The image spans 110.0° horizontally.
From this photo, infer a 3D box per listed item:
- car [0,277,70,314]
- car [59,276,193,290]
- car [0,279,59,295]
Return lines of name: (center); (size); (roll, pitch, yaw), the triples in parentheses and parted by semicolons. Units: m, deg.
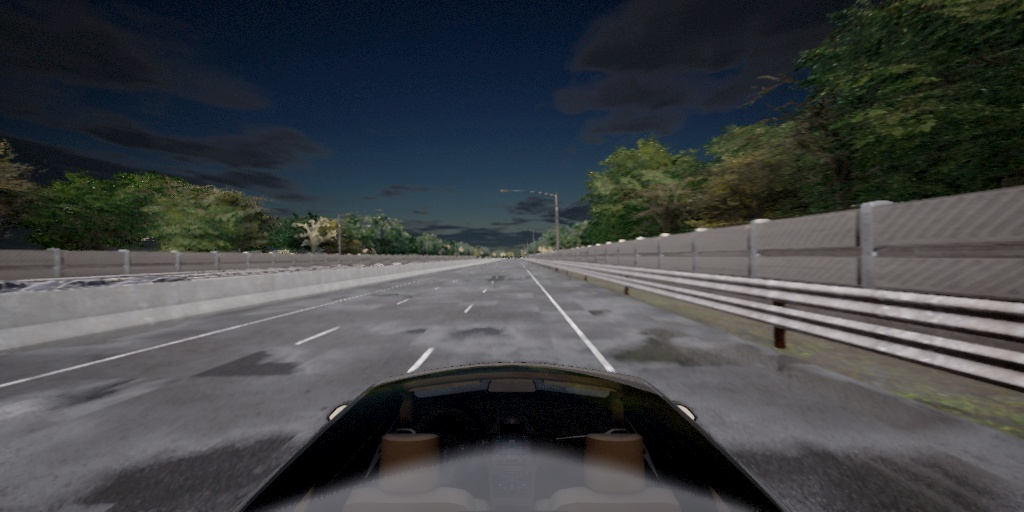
car: (-24.532, 1.919, 16.562); (2.128, 1.511, 4.902); (-2, 0, 1)
car: (-17.527, 1.737, 17.269); (2.128, 1.511, 4.902); (-2, 0, 1)
car: (-21.031, 1.828, 16.839); (2.128, 1.511, 4.902); (-2, 0, 1)
